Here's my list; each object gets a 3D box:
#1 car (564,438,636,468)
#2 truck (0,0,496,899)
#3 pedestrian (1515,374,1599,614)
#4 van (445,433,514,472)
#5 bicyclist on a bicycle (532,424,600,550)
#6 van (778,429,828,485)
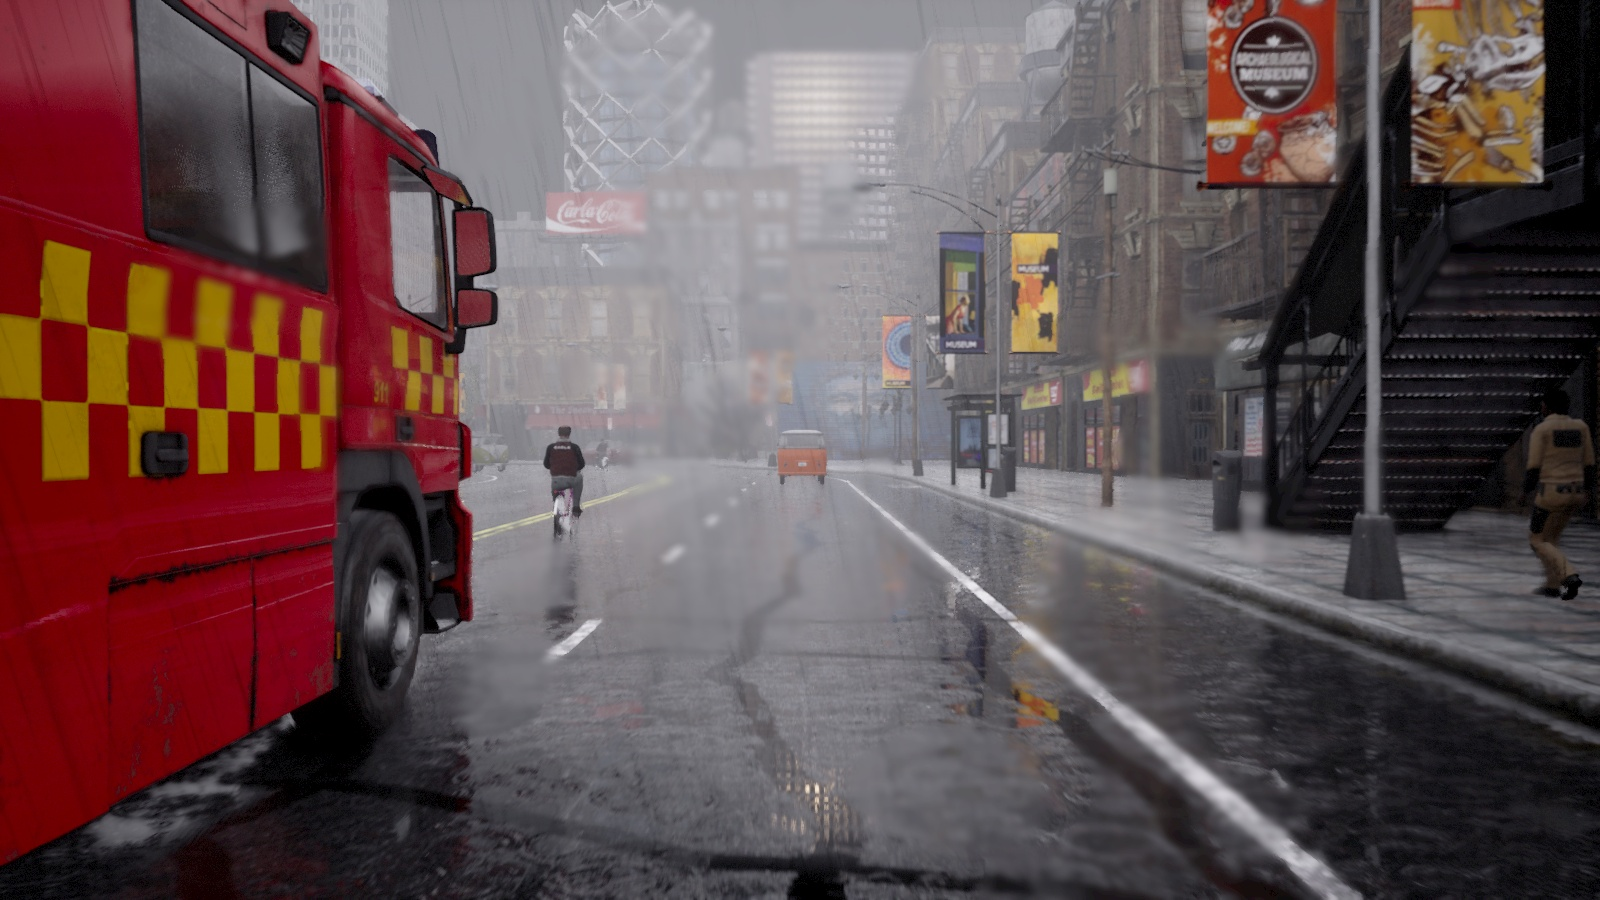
[{"bbox_3d":[-12.112,0.168,75.915,2.097,1.767,4.553,0,0,-43],"label":"car"},{"bbox_3d":[-3.472,-0.444,4.086,2.891,3.827,8.468,0,0,0],"label":"truck"},{"bbox_3d":[6.377,0.349,10.459,0.396,1.930,0.692,0,0,-6],"label":"pedestrian"},{"bbox_3d":[-16.686,0.119,65.173,1.775,1.987,4.442,0,0,-39],"label":"van"},{"bbox_3d":[-3.448,0.509,18.619,0.659,1.776,1.843,0,1,0],"label":"bicyclist on a bicycle"},{"bbox_3d":[0.059,0.235,46.899,1.775,1.987,4.442,0,0,-1],"label":"van"}]
